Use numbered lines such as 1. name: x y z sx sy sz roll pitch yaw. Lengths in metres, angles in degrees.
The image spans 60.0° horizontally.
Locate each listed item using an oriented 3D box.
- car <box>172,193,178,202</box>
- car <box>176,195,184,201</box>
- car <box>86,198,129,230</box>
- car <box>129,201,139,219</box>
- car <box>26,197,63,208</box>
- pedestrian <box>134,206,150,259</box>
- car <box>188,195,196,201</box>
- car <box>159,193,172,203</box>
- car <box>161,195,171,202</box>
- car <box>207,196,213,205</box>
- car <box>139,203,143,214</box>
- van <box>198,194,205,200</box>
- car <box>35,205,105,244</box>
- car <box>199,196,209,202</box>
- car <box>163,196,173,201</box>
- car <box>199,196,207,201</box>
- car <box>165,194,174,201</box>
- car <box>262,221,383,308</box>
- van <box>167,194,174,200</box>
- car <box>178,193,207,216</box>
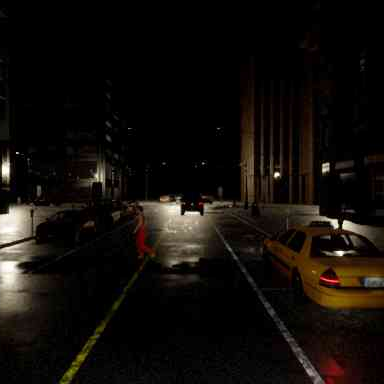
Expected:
1. car: -3.084 1.244 73.955 2.150 2.045 5.566 0 0 0
2. car: -3.102 1.578 89.969 1.994 1.385 4.181 0 0 0
3. car: -5.784 1.317 21.376 2.192 1.841 5.009 0 0 0
4. car: -5.791 1.528 26.807 1.752 1.417 4.829 0 0 0
5. car: -21.062 1.455 47.432 4.892 1.490 1.837 0 0 -1
6. pedestrian: -1.684 1.295 11.004 0.375 1.860 0.375 0 0 0
7. car: -0.101 1.544 89.639 2.128 1.511 4.902 0 0 0
8. car: -5.840 1.457 70.572 1.967 1.590 4.097 0 0 0
9. car: -5.847 1.460 76.182 1.967 1.590 4.097 0 0 0
10. car: 2.697 1.452 59.383 1.967 1.590 4.097 0 0 0
11. car: -5.797 1.529 32.409 1.752 1.417 4.829 0 0 0
12. van: 2.659 1.372 93.036 1.690 1.788 3.998 0 0 0
13. car: -5.778 1.546 15.773 1.887 1.381 4.507 0 0 0
14. car: 2.678 1.570 76.209 2.008 1.369 4.403 0 0 0
15. car: -5.853 1.574 81.791 2.008 1.369 4.403 0 0 0
16. car: 2.672 1.589 81.818 1.947 1.339 4.313 0 0 0
17. car: -5.859 1.342 87.401 2.192 1.841 5.009 0 0 0
18. car: 2.991 1.456 8.014 1.801 1.575 5.366 0 0 0
19. van: -5.866 1.372 93.009 1.690 1.788 3.998 0 0 0
20. car: 0.042 1.226 32.881 2.150 2.045 5.566 0 0 0
